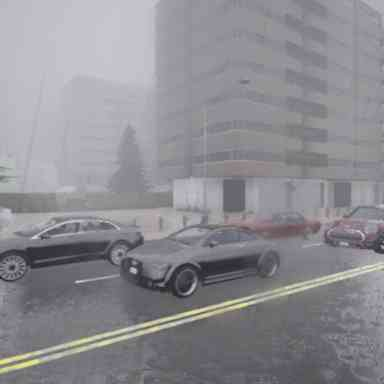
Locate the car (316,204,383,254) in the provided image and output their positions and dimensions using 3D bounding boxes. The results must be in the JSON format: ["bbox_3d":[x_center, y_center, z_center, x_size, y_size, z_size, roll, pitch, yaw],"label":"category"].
[{"bbox_3d":[7.438,1.327,13.577,4.553,1.767,2.097,0,0,-35],"label":"car"}]

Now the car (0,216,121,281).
[{"bbox_3d":[-3.787,1.485,9.888,4.902,1.511,2.128,0,0,-35],"label":"car"}]

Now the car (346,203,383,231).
[{"bbox_3d":[12.365,1.507,21.369,5.357,1.411,2.033,0,0,-35],"label":"car"}]

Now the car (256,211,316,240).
[{"bbox_3d":[3.772,1.578,15.266,4.718,1.301,1.895,0,0,-35],"label":"car"}]

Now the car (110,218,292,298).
[{"bbox_3d":[0.333,1.554,8.524,4.181,1.385,1.994,0,0,-35],"label":"car"}]
